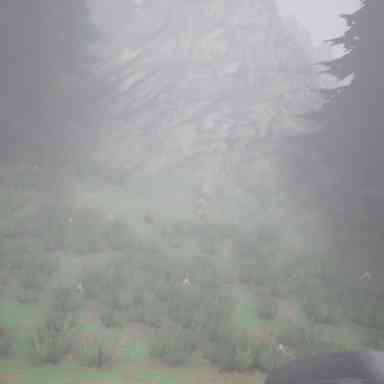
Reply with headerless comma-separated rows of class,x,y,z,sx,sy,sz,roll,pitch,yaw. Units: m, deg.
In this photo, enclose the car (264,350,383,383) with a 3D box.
car,2.956,1.819,2.389,4.892,1.490,1.837,2,-4,8
